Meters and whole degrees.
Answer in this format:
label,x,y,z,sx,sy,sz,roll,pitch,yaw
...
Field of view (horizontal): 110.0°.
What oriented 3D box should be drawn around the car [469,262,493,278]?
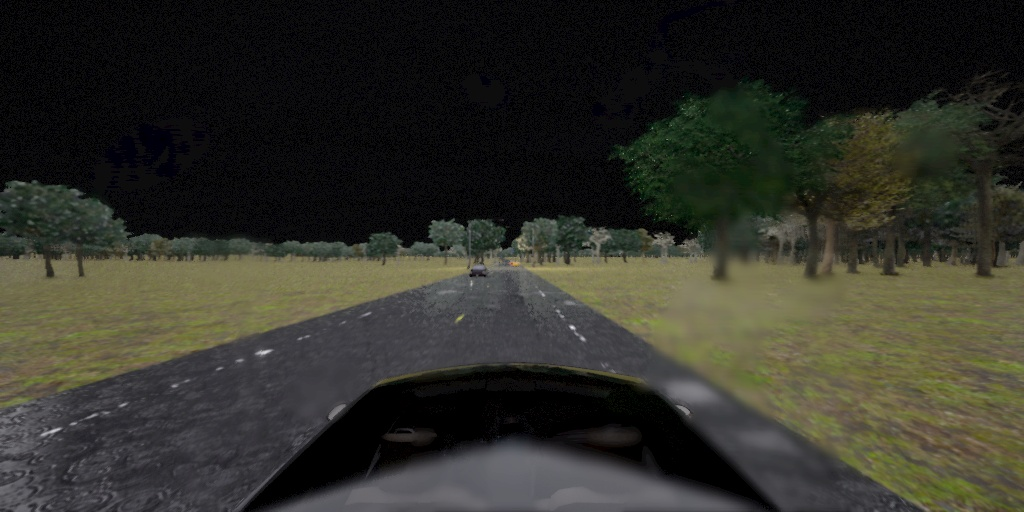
label,x,y,z,sx,sy,sz,roll,pitch,yaw
car,-3.581,1.670,39.559,2.033,1.411,5.357,0,-1,0
